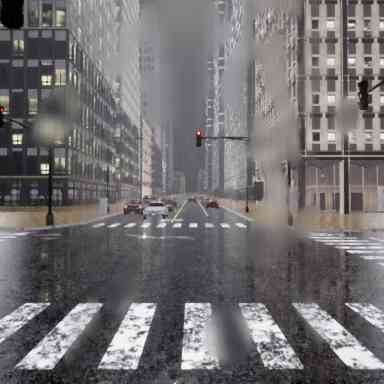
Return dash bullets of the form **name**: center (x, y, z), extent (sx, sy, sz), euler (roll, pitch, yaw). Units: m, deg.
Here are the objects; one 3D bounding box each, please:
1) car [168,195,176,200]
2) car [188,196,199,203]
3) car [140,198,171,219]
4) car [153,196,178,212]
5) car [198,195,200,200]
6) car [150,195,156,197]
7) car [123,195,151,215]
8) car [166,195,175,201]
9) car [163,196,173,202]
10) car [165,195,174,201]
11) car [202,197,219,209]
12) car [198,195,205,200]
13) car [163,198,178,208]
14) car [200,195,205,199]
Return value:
- **car**: center (-5.680, 1.605, 95.030), extent (1.947, 1.339, 4.313), euler (1, 0, 0)
- **car**: center (0.081, 1.574, 70.418), extent (2.033, 1.411, 5.357), euler (0, 0, 0)
- **car**: center (-3.106, 1.537, 29.176), extent (1.812, 1.442, 4.674), euler (0, 0, 0)
- **car**: center (-3.101, 1.562, 38.841), extent (2.033, 1.411, 5.357), euler (0, 0, 0)
- **car**: center (2.702, 1.590, 61.649), extent (1.947, 1.339, 4.313), euler (1, 0, 0)
- **car**: center (-5.673, 1.332, 44.854), extent (2.192, 1.841, 5.009), euler (1, 0, 0)
- **car**: center (-5.675, 1.453, 33.704), extent (1.967, 1.590, 4.097), euler (1, 0, 0)
- **car**: center (-5.679, 1.587, 89.455), extent (2.008, 1.369, 4.403), euler (1, 0, 0)
- **car**: center (-5.679, 1.582, 78.305), extent (2.008, 1.369, 4.403), euler (1, 0, 0)
- **car**: center (-5.679, 1.578, 83.880), extent (1.887, 1.381, 4.507), euler (1, 0, 0)
- **car**: center (2.701, 1.599, 44.916), extent (1.802, 1.307, 4.206), euler (1, 0, 0)
- **car**: center (2.701, 1.584, 95.112), extent (1.887, 1.381, 4.507), euler (1, 0, 0)
- **car**: center (-3.095, 1.620, 49.134), extent (1.895, 1.301, 4.718), euler (0, 0, 0)
- **car**: center (2.703, 1.547, 56.242), extent (1.752, 1.417, 4.829), euler (1, 0, 0)
